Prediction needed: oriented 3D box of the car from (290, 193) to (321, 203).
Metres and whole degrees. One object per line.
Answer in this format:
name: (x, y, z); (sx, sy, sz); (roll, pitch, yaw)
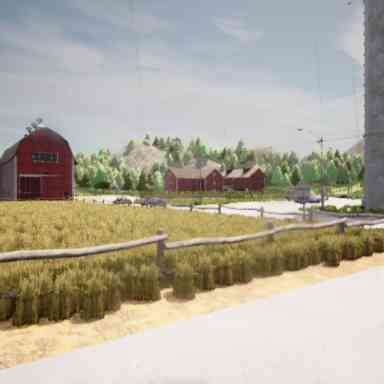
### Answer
car: (20.830, 1.315, 59.963); (2.242, 1.667, 4.611); (0, 0, -36)

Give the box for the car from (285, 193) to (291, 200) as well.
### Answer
car: (24.291, 1.099, 78.940); (1.932, 1.855, 4.605); (0, 0, -36)

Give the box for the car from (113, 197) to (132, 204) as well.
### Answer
car: (-11.659, 1.493, 55.639); (1.994, 1.385, 4.181); (0, 0, -36)

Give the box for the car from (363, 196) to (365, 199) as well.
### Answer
car: (40.347, 1.068, 74.281); (1.905, 1.878, 3.866); (0, 0, -36)

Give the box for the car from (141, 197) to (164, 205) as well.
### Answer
car: (-5.628, 1.455, 47.392); (1.812, 1.442, 4.674); (0, 0, -35)
